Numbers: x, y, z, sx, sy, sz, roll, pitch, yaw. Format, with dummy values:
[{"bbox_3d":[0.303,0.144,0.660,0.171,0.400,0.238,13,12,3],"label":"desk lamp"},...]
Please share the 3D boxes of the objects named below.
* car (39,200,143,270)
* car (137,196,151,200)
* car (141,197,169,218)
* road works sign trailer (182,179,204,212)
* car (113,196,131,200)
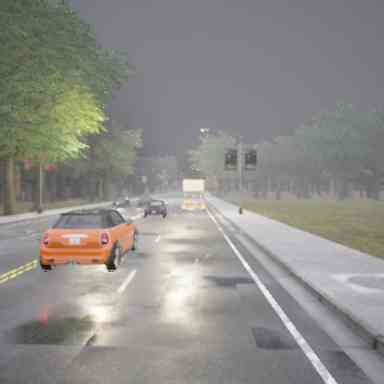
[{"bbox_3d":[-3.129,1.317,11.015,2.097,1.767,4.553,0,0,0],"label":"car"},{"bbox_3d":[-6.347,1.341,45.640,1.837,1.490,4.892,0,0,1],"label":"car"},{"bbox_3d":[-3.050,1.432,29.026,1.812,1.442,4.674,0,0,0],"label":"car"},{"bbox_3d":[0.145,0.341,36.435,2.380,3.560,2.880,0,0,0],"label":"road works sign trailer"},{"bbox_3d":[-9.596,1.327,45.553,2.128,1.511,4.902,0,0,1],"label":"car"}]
